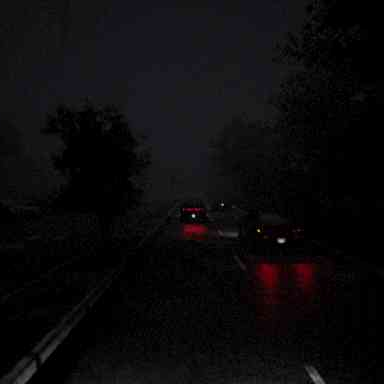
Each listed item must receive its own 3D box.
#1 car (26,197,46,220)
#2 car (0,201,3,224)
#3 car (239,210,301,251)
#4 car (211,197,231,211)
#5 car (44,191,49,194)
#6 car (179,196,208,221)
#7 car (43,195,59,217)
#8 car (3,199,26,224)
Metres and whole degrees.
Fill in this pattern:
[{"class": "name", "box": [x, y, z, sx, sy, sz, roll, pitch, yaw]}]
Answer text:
[{"class": "car", "box": [-13.820, 1.372, 25.030, 4.674, 1.452, 2.002, -1, 0, -20]}, {"class": "car", "box": [-13.825, 1.444, 19.031, 4.674, 1.452, 2.002, -1, 0, -20]}, {"class": "car", "box": [3.103, 1.479, 13.852, 1.812, 1.442, 4.674, 0, 0, 0]}, {"class": "car", "box": [3.106, 1.255, 35.984, 1.994, 1.385, 4.181, 0, 1, 0]}, {"class": "car", "box": [-13.787, 0.919, 37.046, 5.566, 2.045, 2.435, -1, 1, -20]}, {"class": "car", "box": [0.105, 1.341, 25.308, 1.837, 1.490, 4.892, 0, 1, 0]}, {"class": "car", "box": [-13.808, 1.292, 28.030, 5.008, 1.535, 2.097, -1, 1, -20]}, {"class": "car", "box": [-13.852, 1.243, 22.018, 4.553, 1.767, 2.185, -1, 0, -20]}]
